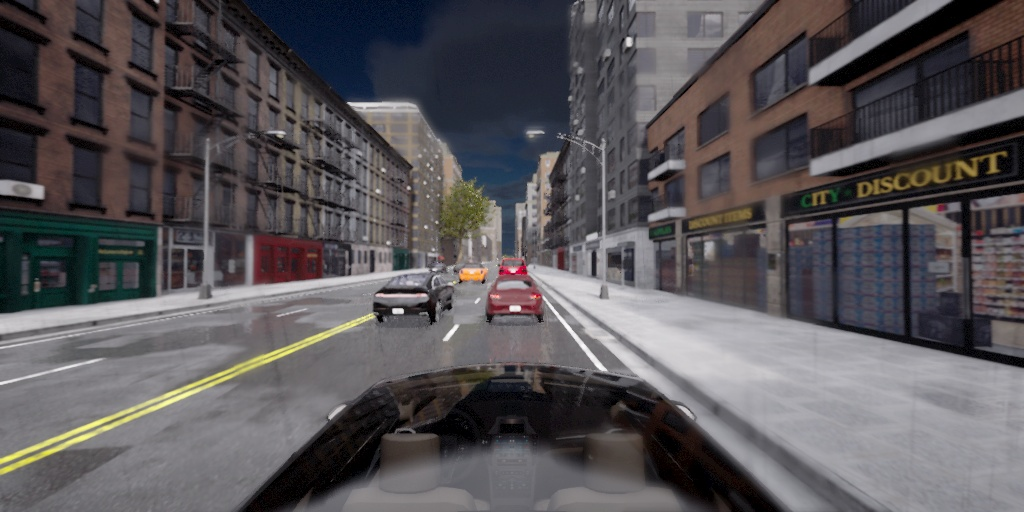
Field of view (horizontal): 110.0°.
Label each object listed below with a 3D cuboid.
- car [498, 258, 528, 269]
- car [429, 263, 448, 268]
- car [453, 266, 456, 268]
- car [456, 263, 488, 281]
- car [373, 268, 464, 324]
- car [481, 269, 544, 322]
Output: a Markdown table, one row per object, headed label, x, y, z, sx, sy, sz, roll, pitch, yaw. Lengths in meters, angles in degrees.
| label | x | y | z | sx | sy | sz | roll | pitch | yaw |
| --- | --- | --- | --- | --- | --- | --- | --- | --- | --- |
| car | 0.081 | 1.199 | 27.559 | 2.150 | 2.045 | 5.566 | 0 | 0 | 0 |
| car | -9.834 | 1.666 | 48.078 | 2.128 | 1.511 | 4.902 | 0 | -1 | 0 |
| car | -6.590 | 1.671 | 47.198 | 1.837 | 1.490 | 4.892 | 0 | -1 | 0 |
| car | -3.167 | 1.352 | 30.365 | 2.097 | 1.767 | 4.553 | 0 | -1 | 0 |
| car | -3.157 | 1.333 | 12.374 | 2.128 | 1.511 | 4.902 | 0 | 0 | 0 |
| car | 0.093 | 1.368 | 12.632 | 1.812 | 1.442 | 4.674 | 0 | -1 | 0 |
